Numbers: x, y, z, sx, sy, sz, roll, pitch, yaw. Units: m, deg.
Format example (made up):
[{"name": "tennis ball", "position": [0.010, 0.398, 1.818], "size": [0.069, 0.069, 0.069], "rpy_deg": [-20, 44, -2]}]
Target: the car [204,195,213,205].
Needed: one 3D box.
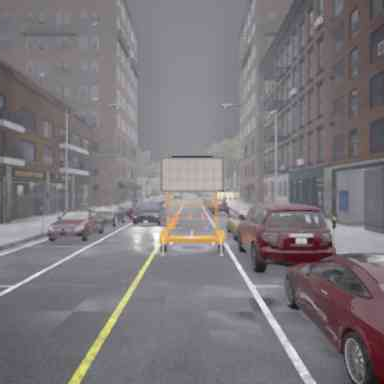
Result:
[{"name": "car", "position": [2.672, 1.376, 38.026], "size": [1.802, 1.307, 4.206], "rpy_deg": [0, 0, 0]}]

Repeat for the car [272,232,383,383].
[{"name": "car", "position": [2.642, 1.555, 4.917], "size": [1.802, 1.307, 4.206], "rpy_deg": [0, 0, 0]}]

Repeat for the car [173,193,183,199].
[{"name": "car", "position": [-2.692, 0.865, 64.177], "size": [1.882, 1.535, 5.008], "rpy_deg": [0, 0, 0]}]

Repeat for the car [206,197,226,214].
[{"name": "car", "position": [2.667, 1.405, 32.508], "size": [1.802, 1.307, 4.206], "rpy_deg": [0, 0, 0]}]

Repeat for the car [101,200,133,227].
[{"name": "car", "position": [-5.368, 1.432, 21.474], "size": [2.008, 1.369, 4.403], "rpy_deg": [0, 0, 0]}]

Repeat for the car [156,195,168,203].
[{"name": "car", "position": [-5.333, 1.270, 60.105], "size": [1.802, 1.307, 4.206], "rpy_deg": [0, 0, 0]}]

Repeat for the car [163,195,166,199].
[{"name": "car", "position": [-5.344, 1.266, 48.897], "size": [1.752, 1.417, 4.829], "rpy_deg": [0, 0, 0]}]

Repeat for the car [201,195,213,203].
[{"name": "car", "position": [2.692, 1.255, 60.099], "size": [1.947, 1.339, 4.313], "rpy_deg": [0, 0, 0]}]

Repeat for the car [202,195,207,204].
[{"name": "car", "position": [2.677, 1.292, 43.714], "size": [1.752, 1.417, 4.829], "rpy_deg": [0, 0, 0]}]

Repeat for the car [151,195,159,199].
[{"name": "car", "position": [-5.353, 1.344, 38.030], "size": [2.008, 1.369, 4.403], "rpy_deg": [0, 0, 0]}]

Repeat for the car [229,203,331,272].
[{"name": "car", "position": [2.647, 1.257, 10.434], "size": [2.192, 1.841, 5.009], "rpy_deg": [0, 0, 0]}]

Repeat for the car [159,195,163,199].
[{"name": "car", "position": [-5.348, 1.206, 43.548], "size": [1.967, 1.590, 4.097], "rpy_deg": [0, 0, 0]}]

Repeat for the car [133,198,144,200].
[{"name": "car", "position": [-5.363, 1.396, 26.993], "size": [1.887, 1.381, 4.507], "rpy_deg": [0, 0, 0]}]

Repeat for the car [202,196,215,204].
[{"name": "car", "position": [2.687, 1.297, 54.581], "size": [1.802, 1.307, 4.206], "rpy_deg": [0, 0, 0]}]

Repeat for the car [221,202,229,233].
[{"name": "car", "position": [2.648, 1.437, 16.121], "size": [1.752, 1.417, 4.829], "rpy_deg": [0, 0, 0]}]

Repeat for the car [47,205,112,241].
[{"name": "car", "position": [-5.373, 1.493, 15.955], "size": [1.802, 1.307, 4.206], "rpy_deg": [0, 0, 0]}]

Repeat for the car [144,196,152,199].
[{"name": "car", "position": [-5.358, 1.387, 32.511], "size": [1.947, 1.339, 4.313], "rpy_deg": [0, 0, 0]}]

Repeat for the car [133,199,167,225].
[{"name": "car", "position": [-2.829, 1.421, 22.999], "size": [2.033, 1.411, 5.357], "rpy_deg": [0, 0, 0]}]

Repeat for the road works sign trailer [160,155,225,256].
[{"name": "road works sign trailer", "position": [0.011, 0.393, 12.799], "size": [2.380, 3.560, 2.880], "rpy_deg": [0, 0, 0]}]
